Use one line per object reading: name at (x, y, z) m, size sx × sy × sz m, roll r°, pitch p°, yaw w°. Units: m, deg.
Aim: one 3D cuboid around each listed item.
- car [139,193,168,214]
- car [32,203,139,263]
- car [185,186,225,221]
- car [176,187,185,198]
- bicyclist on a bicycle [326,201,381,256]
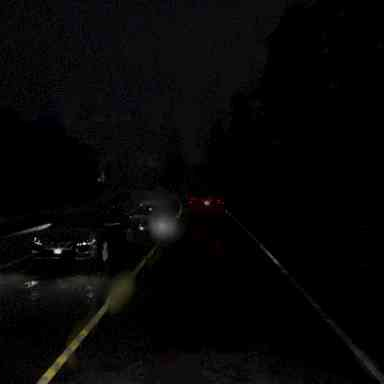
car at (-2.787, 0.799, 24.757) m, size 1.812 × 1.442 × 4.674 m, roll 0°, pitch 2°, yaw 0°
car at (-3.224, 1.172, 10.660) m, size 1.837 × 1.490 × 4.892 m, roll 1°, pitch 1°, yaw 2°
car at (0.897, 0.630, 21.026) m, size 2.150 × 2.045 × 5.566 m, roll 1°, pitch 2°, yaw 1°
car at (-1.165, 0.099, 49.107) m, size 1.837 × 1.490 × 4.892 m, roll 0°, pitch 0°, yaw -10°
bicyclist on a bicycle at (4.801, 1.091, 9.967) m, size 1.656 × 1.620 × 0.582 m, roll -5°, pitch 1°, yaw 3°
